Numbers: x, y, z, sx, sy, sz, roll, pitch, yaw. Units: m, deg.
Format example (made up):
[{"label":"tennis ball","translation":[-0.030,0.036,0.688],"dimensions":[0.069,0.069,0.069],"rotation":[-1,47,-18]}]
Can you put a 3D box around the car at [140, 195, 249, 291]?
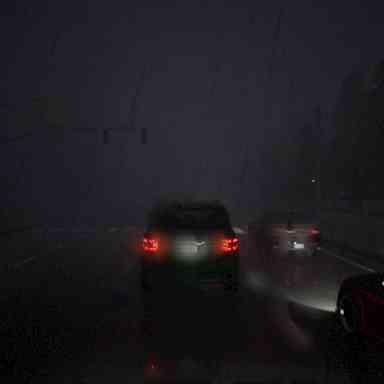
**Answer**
[{"label":"car","translation":[-0.075,1.221,9.131],"dimensions":[2.150,2.045,5.566],"rotation":[0,0,-1]}]

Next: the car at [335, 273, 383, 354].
[{"label":"car","translation":[3.436,1.564,3.971],"dimensions":[1.994,1.385,4.181],"rotation":[0,0,-1]}]

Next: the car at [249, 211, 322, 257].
[{"label":"car","translation":[3.367,1.492,12.879],"dimensions":[2.128,1.511,4.902],"rotation":[0,0,0]}]
